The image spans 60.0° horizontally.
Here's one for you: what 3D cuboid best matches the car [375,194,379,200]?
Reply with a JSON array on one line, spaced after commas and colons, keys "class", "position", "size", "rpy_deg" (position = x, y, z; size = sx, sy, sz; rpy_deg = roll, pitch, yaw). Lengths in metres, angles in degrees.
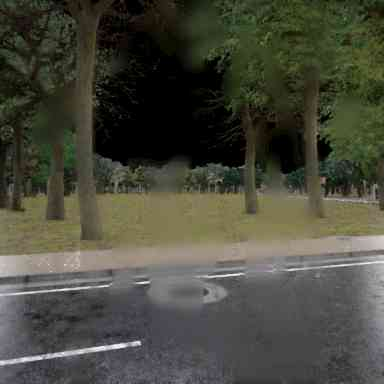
[{"class": "car", "position": [45.225, 1.253, 80.036], "size": [1.994, 1.385, 4.181], "rpy_deg": [0, 0, 5]}]
